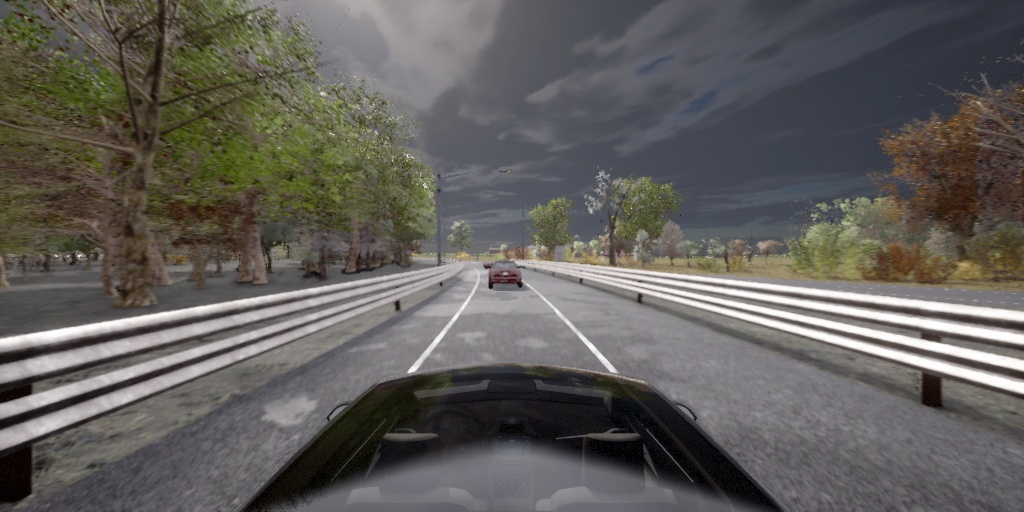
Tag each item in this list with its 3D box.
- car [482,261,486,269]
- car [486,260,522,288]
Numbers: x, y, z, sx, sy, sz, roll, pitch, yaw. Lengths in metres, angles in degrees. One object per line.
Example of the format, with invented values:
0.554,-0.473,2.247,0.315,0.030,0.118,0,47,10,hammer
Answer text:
-3.524,1.327,54.912,1.895,1.301,4.718,0,0,-9,car
-0.545,1.102,24.268,2.097,1.767,4.553,0,0,-4,car
